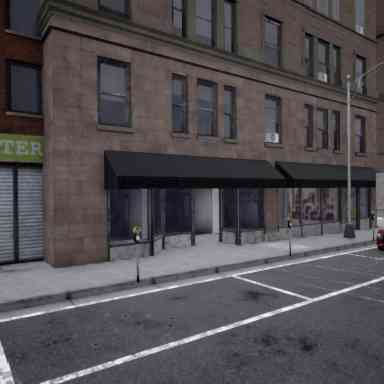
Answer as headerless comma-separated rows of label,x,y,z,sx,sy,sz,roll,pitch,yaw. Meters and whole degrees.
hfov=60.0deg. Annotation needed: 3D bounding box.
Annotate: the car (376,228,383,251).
car,8.866,1.540,12.865,4.507,1.381,1.887,0,-1,-35
